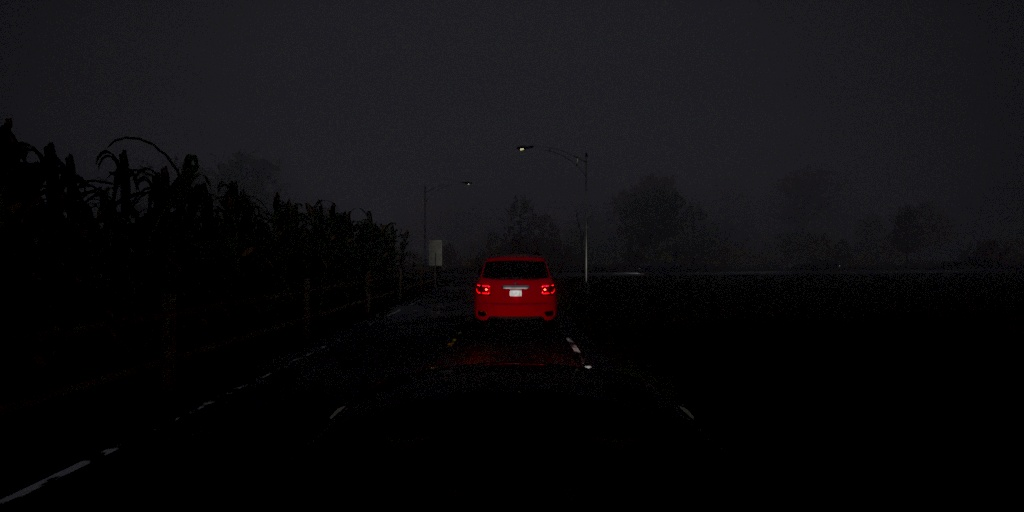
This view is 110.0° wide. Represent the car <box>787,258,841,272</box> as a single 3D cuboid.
[{"bbox_3d":[32.502,0.943,38.715,4.902,1.511,2.128,-1,0,1],"label":"car"}]

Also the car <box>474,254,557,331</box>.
[{"bbox_3d":[0.087,0.971,11.177,2.150,2.045,5.566,0,0,0],"label":"car"}]

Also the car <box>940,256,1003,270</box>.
[{"bbox_3d":[49.130,0.701,38.444,4.718,1.301,1.895,-1,0,1],"label":"car"}]

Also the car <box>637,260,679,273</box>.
[{"bbox_3d":[15.835,1.159,38.898,4.181,1.385,1.994,0,0,1],"label":"car"}]
